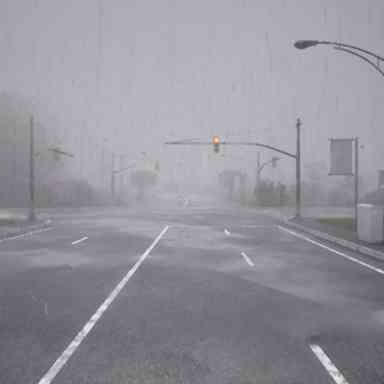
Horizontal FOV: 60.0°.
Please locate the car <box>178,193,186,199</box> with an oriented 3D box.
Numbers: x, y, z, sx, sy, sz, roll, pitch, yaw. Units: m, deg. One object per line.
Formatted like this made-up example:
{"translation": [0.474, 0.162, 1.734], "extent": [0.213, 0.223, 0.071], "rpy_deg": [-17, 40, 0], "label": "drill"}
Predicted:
{"translation": [-2.551, 0.993, 84.446], "extent": [1.837, 1.490, 4.892], "rpy_deg": [0, 1, 0], "label": "car"}
